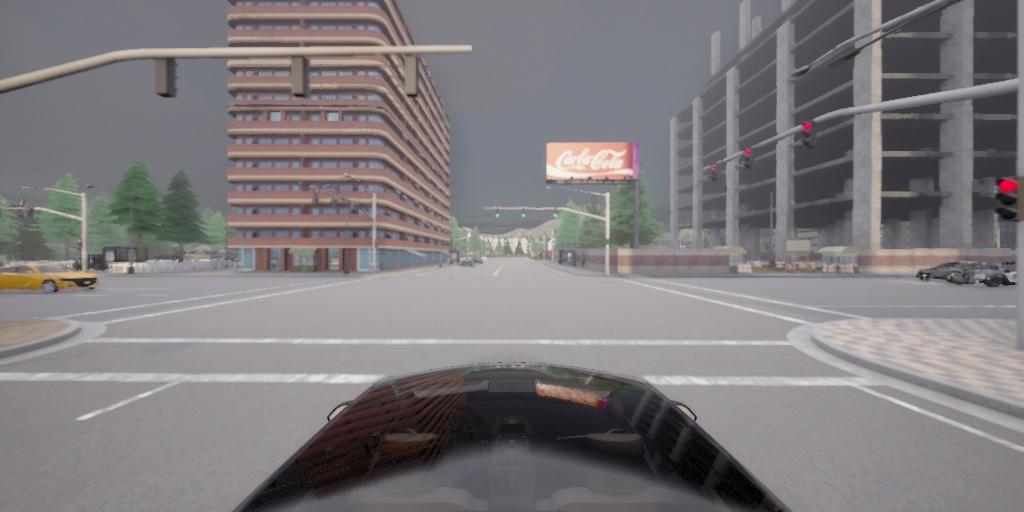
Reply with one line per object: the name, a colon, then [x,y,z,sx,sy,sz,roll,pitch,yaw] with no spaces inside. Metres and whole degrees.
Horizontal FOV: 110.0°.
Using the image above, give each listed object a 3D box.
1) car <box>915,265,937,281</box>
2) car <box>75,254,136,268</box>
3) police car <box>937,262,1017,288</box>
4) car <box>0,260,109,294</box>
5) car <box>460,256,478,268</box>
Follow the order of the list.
car: [32.495,1.167,26.142,4.892,1.490,1.837,0,0,0]
car: [-47.145,0.756,41.817,2.150,2.045,5.566,0,0,1]
police car: [30.596,1.181,22.557,4.974,1.542,2.038,0,0,0]
car: [-25.273,1.157,19.261,5.008,1.535,1.882,0,0,1]
car: [-7.047,1.086,56.936,2.033,1.411,5.357,0,0,1]
